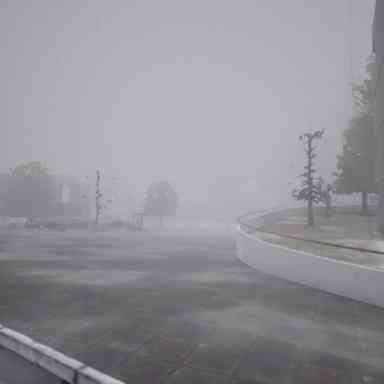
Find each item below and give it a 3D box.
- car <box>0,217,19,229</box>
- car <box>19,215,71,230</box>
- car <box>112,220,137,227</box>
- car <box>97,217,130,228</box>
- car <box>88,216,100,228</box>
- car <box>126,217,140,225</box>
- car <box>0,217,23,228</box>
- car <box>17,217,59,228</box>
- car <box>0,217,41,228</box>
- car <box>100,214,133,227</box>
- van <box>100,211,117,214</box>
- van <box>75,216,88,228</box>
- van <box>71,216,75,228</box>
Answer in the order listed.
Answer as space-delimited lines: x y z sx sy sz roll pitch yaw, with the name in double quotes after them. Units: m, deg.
-22.274 3.548 38.072 1.812 1.442 4.674 -1 -6 24 "car"
-17.316 3.763 39.426 2.128 1.511 4.902 -1 -6 23 "car"
-13.954 6.556 68.691 4.674 1.452 2.002 0 -5 5 "car"
-13.488 5.498 57.358 2.128 1.511 4.902 -1 -6 25 "car"
-18.986 5.391 57.763 4.892 1.521 2.231 0 -5 5 "car"
-15.421 7.682 87.692 2.163 1.488 4.792 1 1 9 "car"
-25.293 4.022 44.083 4.674 1.452 2.002 0 -5 5 "car"
-22.964 4.542 49.579 5.366 1.575 1.946 0 -5 5 "car"
-24.045 4.304 46.828 4.674 1.452 2.002 0 -6 5 "car"
-15.232 5.984 65.984 5.566 2.045 2.435 0 -5 5 "car"
-23.110 7.281 92.482 1.878 1.987 4.442 0 1 10 "van"
-20.134 4.885 55.052 4.442 1.987 1.878 0 -6 5 "van"
-21.397 4.603 52.314 4.442 1.987 1.878 0 -6 5 "van"
